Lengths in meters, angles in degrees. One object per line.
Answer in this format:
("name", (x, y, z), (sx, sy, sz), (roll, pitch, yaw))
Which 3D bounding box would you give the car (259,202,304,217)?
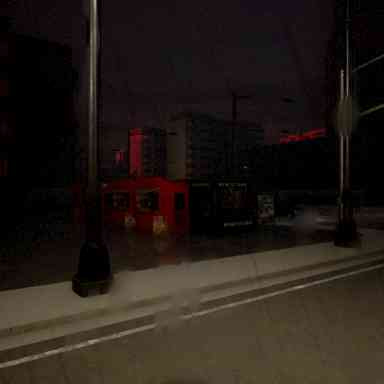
("car", (9.287, 1.747, 34.725), (1.994, 1.385, 4.181), (0, -1, -36))

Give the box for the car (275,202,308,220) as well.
("car", (8.200, 1.651, 30.256), (1.837, 1.490, 4.892), (0, -1, -36))
